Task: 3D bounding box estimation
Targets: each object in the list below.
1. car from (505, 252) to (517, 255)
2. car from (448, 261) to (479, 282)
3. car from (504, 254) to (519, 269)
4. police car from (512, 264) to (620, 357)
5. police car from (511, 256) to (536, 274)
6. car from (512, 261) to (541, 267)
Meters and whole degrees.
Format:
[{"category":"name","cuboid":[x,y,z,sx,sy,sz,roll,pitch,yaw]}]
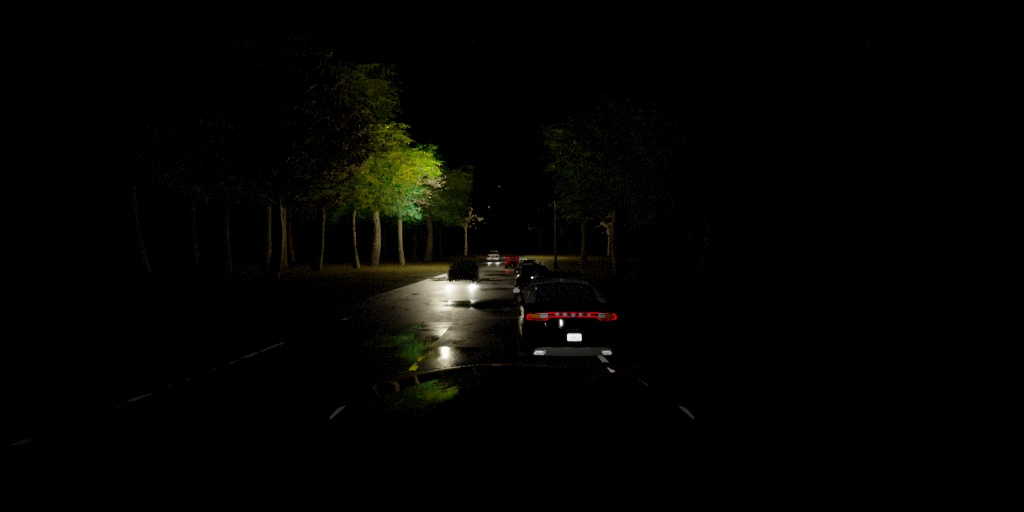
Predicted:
[{"category":"car","cuboid":[0.035,0.288,60.139,2.150,2.045,5.566,0,2,0]},{"category":"car","cuboid":[-3.584,1.097,27.117,1.882,1.535,5.008,0,1,0]},{"category":"car","cuboid":[0.059,0.898,47.254,1.812,1.442,4.674,0,1,1]},{"category":"police car","cuboid":[1.056,1.166,8.645,1.930,1.638,5.238,0,0,0]},{"category":"police car","cuboid":[1.065,1.068,24.645,1.930,1.638,5.238,0,0,0]},{"category":"car","cuboid":[1.061,1.198,18.534,1.837,1.490,4.892,0,0,0]}]
